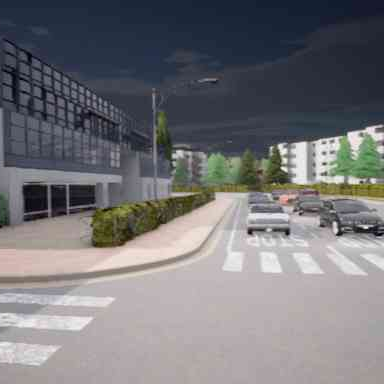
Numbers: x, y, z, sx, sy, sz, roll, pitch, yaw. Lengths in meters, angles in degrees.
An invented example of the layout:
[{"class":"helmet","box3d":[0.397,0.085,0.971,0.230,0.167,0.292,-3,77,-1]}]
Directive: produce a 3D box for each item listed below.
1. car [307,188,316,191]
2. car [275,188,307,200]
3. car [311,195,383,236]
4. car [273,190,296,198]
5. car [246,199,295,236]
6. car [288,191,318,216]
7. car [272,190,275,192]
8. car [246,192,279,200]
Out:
[{"class":"car","box3d":[18.942,0.124,54.896,1.882,1.535,5.008,-1,1,-8]},{"class":"car","box3d":[10.230,0.520,34.597,2.097,1.767,4.553,-1,1,10]},{"class":"car","box3d":[7.149,1.092,15.457,1.837,1.490,4.892,-1,1,8]},{"class":"car","box3d":[15.352,0.284,55.572,1.895,1.301,4.718,-1,1,-8]},{"class":"car","box3d":[3.615,1.226,16.055,1.895,1.301,4.718,-1,1,11]},{"class":"car","box3d":[8.611,0.889,24.746,1.837,1.490,4.892,-1,1,9]},{"class":"car","box3d":[11.643,0.442,44.632,2.128,1.511,4.902,-1,1,7]},{"class":"car","box3d":[5.198,0.963,25.572,2.033,1.411,5.357,-1,1,9]}]
